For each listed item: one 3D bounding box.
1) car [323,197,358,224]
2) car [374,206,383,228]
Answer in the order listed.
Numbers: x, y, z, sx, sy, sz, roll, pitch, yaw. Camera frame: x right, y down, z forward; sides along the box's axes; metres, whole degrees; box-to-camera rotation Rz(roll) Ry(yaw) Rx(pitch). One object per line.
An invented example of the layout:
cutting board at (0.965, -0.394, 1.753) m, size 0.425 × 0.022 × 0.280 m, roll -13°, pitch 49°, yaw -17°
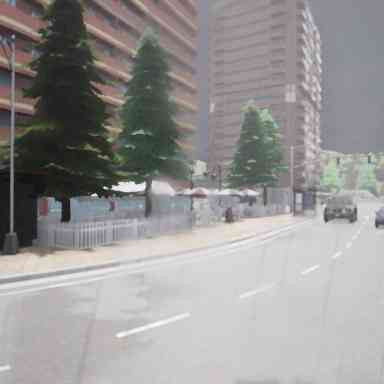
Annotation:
car at (12.503, 1.442, 27.785) m, size 2.150 × 2.045 × 5.566 m, roll 0°, pitch -1°, yaw 31°
car at (13.877, 1.728, 23.254) m, size 1.812 × 1.442 × 4.674 m, roll 0°, pitch -1°, yaw 31°
